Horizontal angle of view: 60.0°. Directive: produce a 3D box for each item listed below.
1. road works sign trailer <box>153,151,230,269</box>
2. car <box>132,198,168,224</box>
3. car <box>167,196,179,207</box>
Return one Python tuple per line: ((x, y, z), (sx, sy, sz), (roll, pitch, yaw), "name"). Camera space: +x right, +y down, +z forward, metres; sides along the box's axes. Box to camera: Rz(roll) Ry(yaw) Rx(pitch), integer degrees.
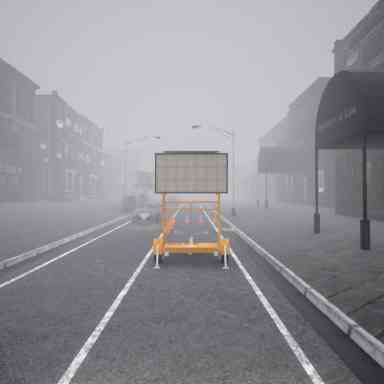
((-0.019, 0.443, 11.097), (2.380, 3.560, 2.880), (0, 0, 0), "road works sign trailer")
((-3.174, 1.440, 24.429), (2.128, 1.511, 4.902), (0, 0, 0), "car")
((-3.161, 1.335, 51.890), (2.097, 1.767, 4.553), (0, 0, 0), "car")
